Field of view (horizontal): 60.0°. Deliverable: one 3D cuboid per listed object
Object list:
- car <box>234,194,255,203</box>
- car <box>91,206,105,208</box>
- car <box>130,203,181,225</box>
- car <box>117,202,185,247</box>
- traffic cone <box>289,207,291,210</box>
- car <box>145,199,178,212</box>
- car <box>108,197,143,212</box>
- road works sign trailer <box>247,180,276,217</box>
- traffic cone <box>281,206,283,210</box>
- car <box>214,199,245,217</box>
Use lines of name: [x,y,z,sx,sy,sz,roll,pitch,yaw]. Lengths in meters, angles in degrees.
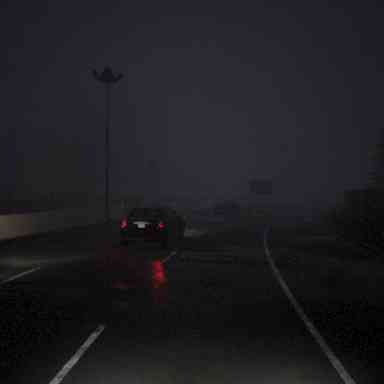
car: [12.195,1.497,77.179,2.150,2.045,5.566,0,0,44]
car: [-11.164,1.654,43.835,1.837,1.490,4.892,0,0,25]
car: [-2.740,1.647,26.302,2.033,1.411,5.357,0,0,17]
car: [-1.682,1.411,15.632,2.097,1.767,4.553,0,0,10]
traffic cone: [13.222,2.171,44.926,0.340,0.580,0.340,0,0,26]
car: [-3.849,1.656,42.971,2.128,1.511,4.902,0,0,26]
car: [-8.273,1.500,41.748,2.097,1.767,4.553,0,0,25]
road works sign trailer: [6.989,0.618,33.514,2.380,3.560,2.880,0,0,26]
traffic cone: [12.326,2.170,45.370,0.340,0.580,0.340,0,0,26]
car: [3.704,1.624,33.768,1.882,1.535,5.008,0,0,22]
